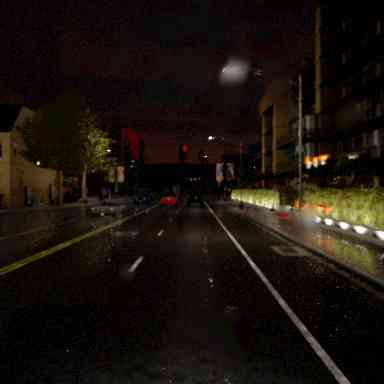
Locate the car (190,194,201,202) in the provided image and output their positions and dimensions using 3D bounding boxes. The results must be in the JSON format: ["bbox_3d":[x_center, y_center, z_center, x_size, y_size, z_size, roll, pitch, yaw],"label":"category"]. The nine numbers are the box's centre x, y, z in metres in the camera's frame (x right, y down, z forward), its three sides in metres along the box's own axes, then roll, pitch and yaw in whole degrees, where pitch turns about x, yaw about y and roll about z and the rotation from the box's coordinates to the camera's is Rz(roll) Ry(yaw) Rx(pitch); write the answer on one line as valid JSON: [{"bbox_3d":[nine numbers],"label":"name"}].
[{"bbox_3d":[0.607,1.088,60.526,2.033,1.411,5.357,0,0,0],"label":"car"}]

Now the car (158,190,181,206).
[{"bbox_3d":[-3.018,0.998,45.878,2.097,1.767,4.553,0,0,0],"label":"car"}]

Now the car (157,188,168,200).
[{"bbox_3d":[-6.488,0.752,63.373,2.150,2.045,5.566,0,0,1],"label":"car"}]

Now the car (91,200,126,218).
[{"bbox_3d":[-6.869,1.380,27.733,1.895,1.301,4.718,0,0,1],"label":"car"}]

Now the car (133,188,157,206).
[{"bbox_3d":[-6.698,0.864,46.202,2.150,2.045,5.566,0,0,1],"label":"car"}]

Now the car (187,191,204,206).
[{"bbox_3d":[0.483,0.869,45.896,2.150,2.045,5.566,0,0,0],"label":"car"}]
